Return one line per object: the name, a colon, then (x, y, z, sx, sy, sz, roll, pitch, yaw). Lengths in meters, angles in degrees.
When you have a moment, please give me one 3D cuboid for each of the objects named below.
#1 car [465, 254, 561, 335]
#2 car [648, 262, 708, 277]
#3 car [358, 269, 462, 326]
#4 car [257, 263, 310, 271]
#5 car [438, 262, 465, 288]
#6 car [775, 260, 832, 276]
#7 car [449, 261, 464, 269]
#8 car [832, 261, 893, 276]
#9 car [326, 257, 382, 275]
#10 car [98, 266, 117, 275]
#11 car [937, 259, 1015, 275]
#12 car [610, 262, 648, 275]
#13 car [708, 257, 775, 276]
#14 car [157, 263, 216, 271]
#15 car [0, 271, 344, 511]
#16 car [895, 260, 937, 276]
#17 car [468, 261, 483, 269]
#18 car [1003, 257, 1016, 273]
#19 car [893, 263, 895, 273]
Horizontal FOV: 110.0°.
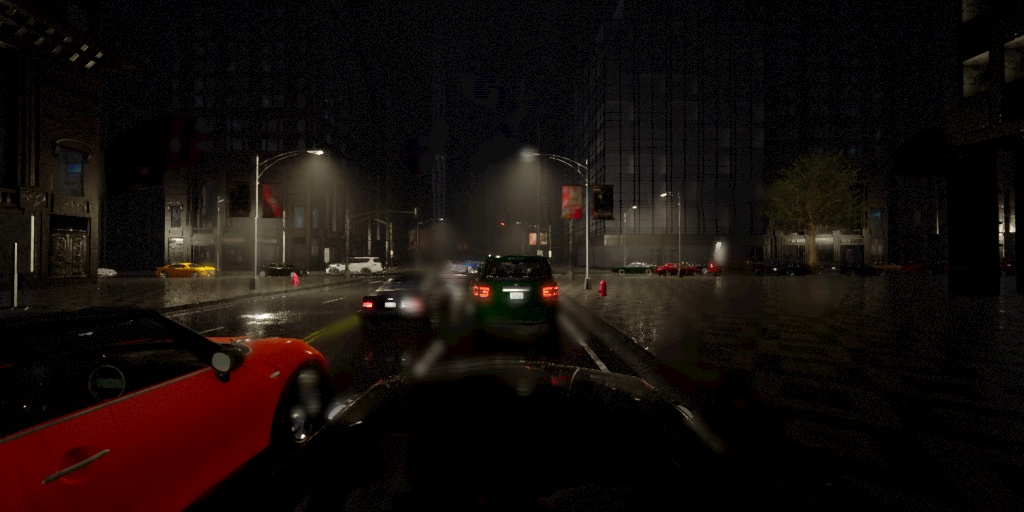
car: (0.114, 0.979, 10.641, 2.150, 2.045, 5.566, 0, 0, 0)
car: (15.366, 1.327, 33.342, 4.207, 1.307, 1.802, 0, 0, -1)
car: (-3.121, 1.307, 11.725, 2.033, 1.411, 5.357, 0, 0, 0)
car: (-22.559, 1.432, 35.430, 4.892, 1.490, 1.837, 0, -1, 0)
car: (-3.123, 1.280, 21.462, 2.128, 1.511, 4.902, 0, 0, 0)
car: (26.642, 1.275, 33.499, 4.313, 1.339, 1.948, 0, 0, -1)
car: (-9.718, 1.571, 63.188, 1.812, 1.442, 4.674, 0, 0, 1)
car: (32.280, 1.259, 33.578, 4.313, 1.339, 1.948, 0, 0, -1)
car: (-16.907, 1.158, 38.627, 5.566, 2.045, 2.150, 0, -1, 0)
car: (-42.074, 1.542, 35.483, 4.674, 1.442, 1.812, 0, -1, 0)
car: (43.556, 1.213, 33.735, 4.507, 1.381, 1.888, 0, 0, -1)
car: (13.210, 1.422, 39.088, 4.718, 1.301, 1.895, 0, -1, 0)
car: (21.005, 1.041, 33.421, 5.009, 1.841, 2.192, 0, 0, -1)
car: (-32.075, 1.448, 35.456, 5.008, 1.535, 1.882, 0, -1, 0)
car: (-3.146, 1.102, 2.313, 2.097, 1.767, 4.553, 0, 0, 0)
car: (42.567, 1.179, 36.352, 5.008, 1.535, 1.882, 0, -1, 0)
car: (-6.458, 1.599, 64.043, 2.033, 1.411, 5.357, 0, 0, 1)
car: (49.195, 0.972, 33.814, 5.009, 1.841, 2.192, 0, 0, -1)
car: (45.751, 1.225, 39.458, 4.902, 1.511, 2.128, 0, -1, 0)
